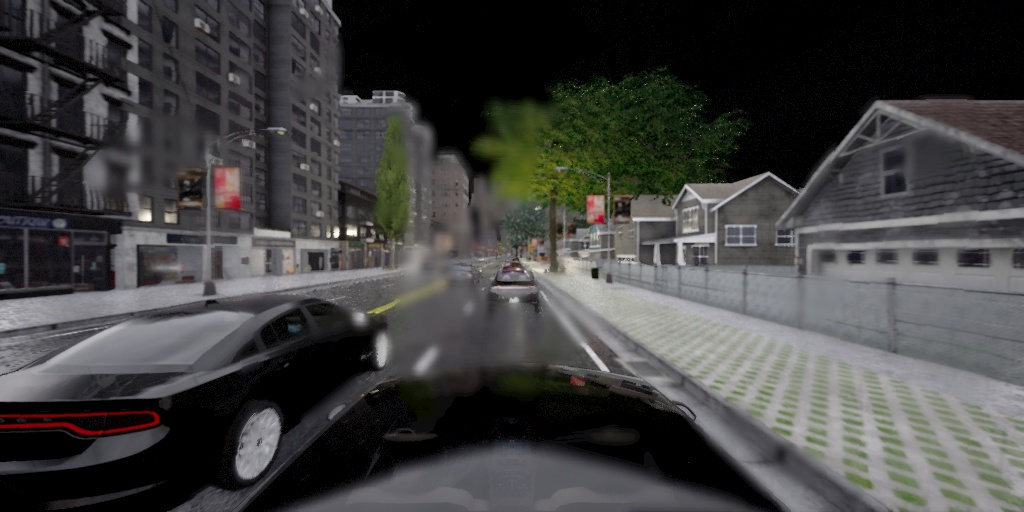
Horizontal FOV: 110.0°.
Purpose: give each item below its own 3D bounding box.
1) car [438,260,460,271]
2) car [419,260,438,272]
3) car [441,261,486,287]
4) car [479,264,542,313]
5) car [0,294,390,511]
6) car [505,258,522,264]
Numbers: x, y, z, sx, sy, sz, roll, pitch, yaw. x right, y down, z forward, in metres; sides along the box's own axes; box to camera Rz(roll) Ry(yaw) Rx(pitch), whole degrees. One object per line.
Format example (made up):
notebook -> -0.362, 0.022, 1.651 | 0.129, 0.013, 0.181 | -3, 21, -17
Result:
car -> -6.575, 1.179, 39.876 | 1.837, 1.490, 4.892 | 0, 0, 0
car -> -9.821, 1.228, 43.502 | 1.994, 1.385, 4.181 | 0, 0, 0
car -> -3.142, 1.261, 24.324 | 2.033, 1.411, 5.357 | 0, 0, 0
car -> 0.104, 1.225, 13.869 | 2.128, 1.511, 4.902 | 0, 0, 0
car -> -3.149, 1.224, 4.583 | 1.882, 1.535, 5.008 | 0, 0, 0
car -> 0.111, 1.173, 31.789 | 1.882, 1.535, 5.008 | 0, 0, 0
